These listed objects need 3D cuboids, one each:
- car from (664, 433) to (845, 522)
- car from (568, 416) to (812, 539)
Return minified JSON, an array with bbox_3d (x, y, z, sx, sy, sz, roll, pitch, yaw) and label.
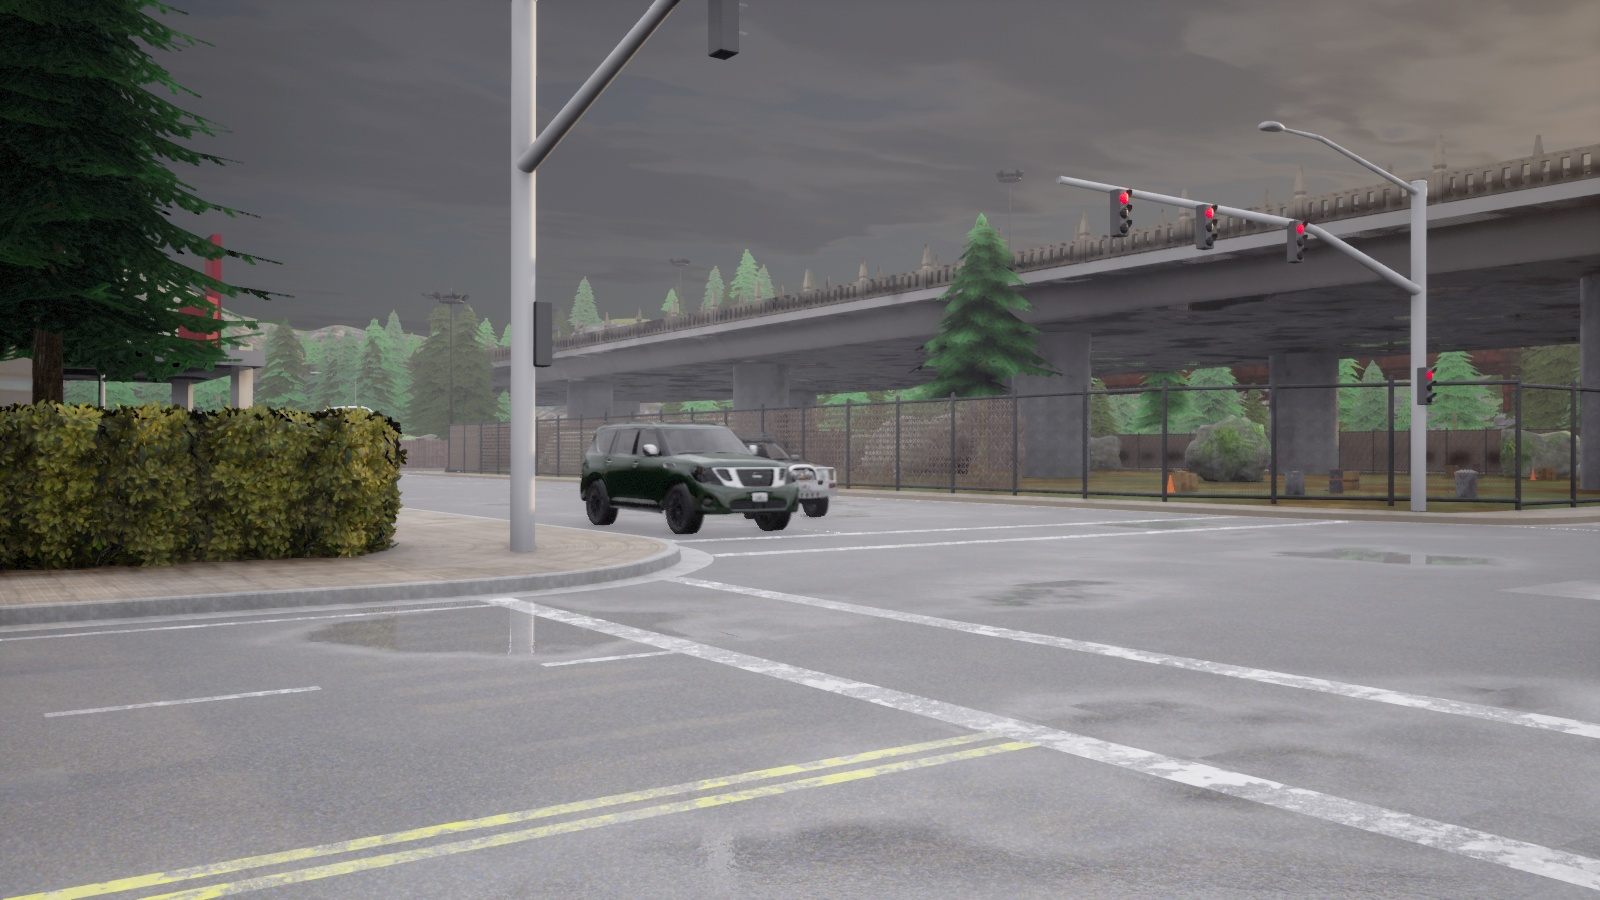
[{"bbox_3d":[-1.129,0.578,28.428,1.932,1.855,4.605,0,0,-35],"label":"car"},{"bbox_3d":[-2.250,0.472,23.899,2.150,2.045,5.566,0,0,-35],"label":"car"}]
